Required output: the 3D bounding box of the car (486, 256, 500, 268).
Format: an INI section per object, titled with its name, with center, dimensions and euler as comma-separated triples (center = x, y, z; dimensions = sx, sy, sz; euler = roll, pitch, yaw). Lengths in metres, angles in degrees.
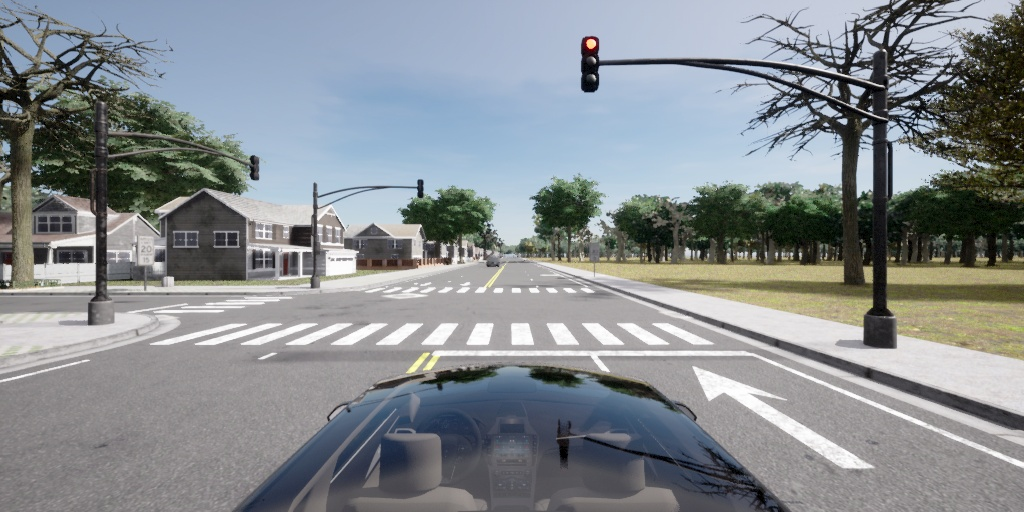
[car]
center = -3.187, 1.045, 60.626
dimensions = 2.150, 2.045, 5.566
euler = 0, 2, 0
